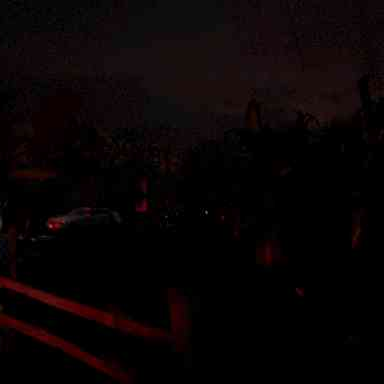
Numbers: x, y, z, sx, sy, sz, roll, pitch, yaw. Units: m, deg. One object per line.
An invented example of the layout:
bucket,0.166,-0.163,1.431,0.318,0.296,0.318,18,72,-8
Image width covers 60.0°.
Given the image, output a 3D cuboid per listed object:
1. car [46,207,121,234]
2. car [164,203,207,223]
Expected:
car,-6.431,1.638,20.206,1.812,1.442,4.674,1,0,35
car,-0.624,1.732,28.188,1.837,1.490,4.892,1,0,36
